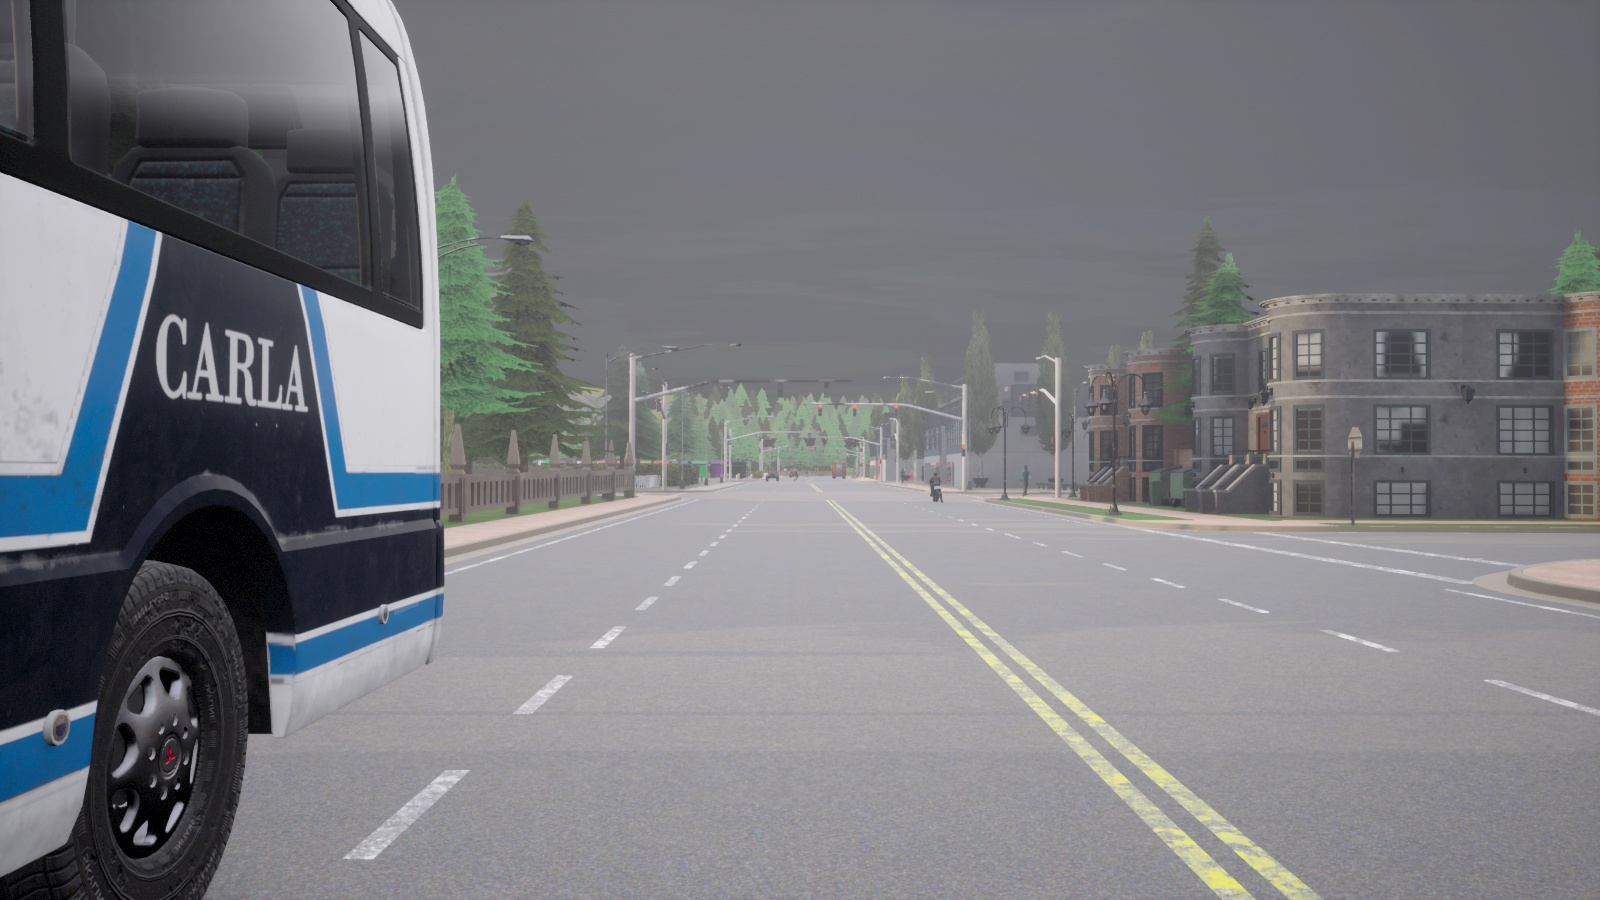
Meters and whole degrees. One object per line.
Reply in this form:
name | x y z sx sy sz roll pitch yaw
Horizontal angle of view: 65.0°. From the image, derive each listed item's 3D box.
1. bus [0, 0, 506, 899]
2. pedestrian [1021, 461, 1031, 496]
bus | -3.508 -0.523 1.472 3.944 4.253 10.273 0 -1 0
pedestrian | 12.788 1.604 71.091 0.396 1.930 0.692 0 -1 -6
